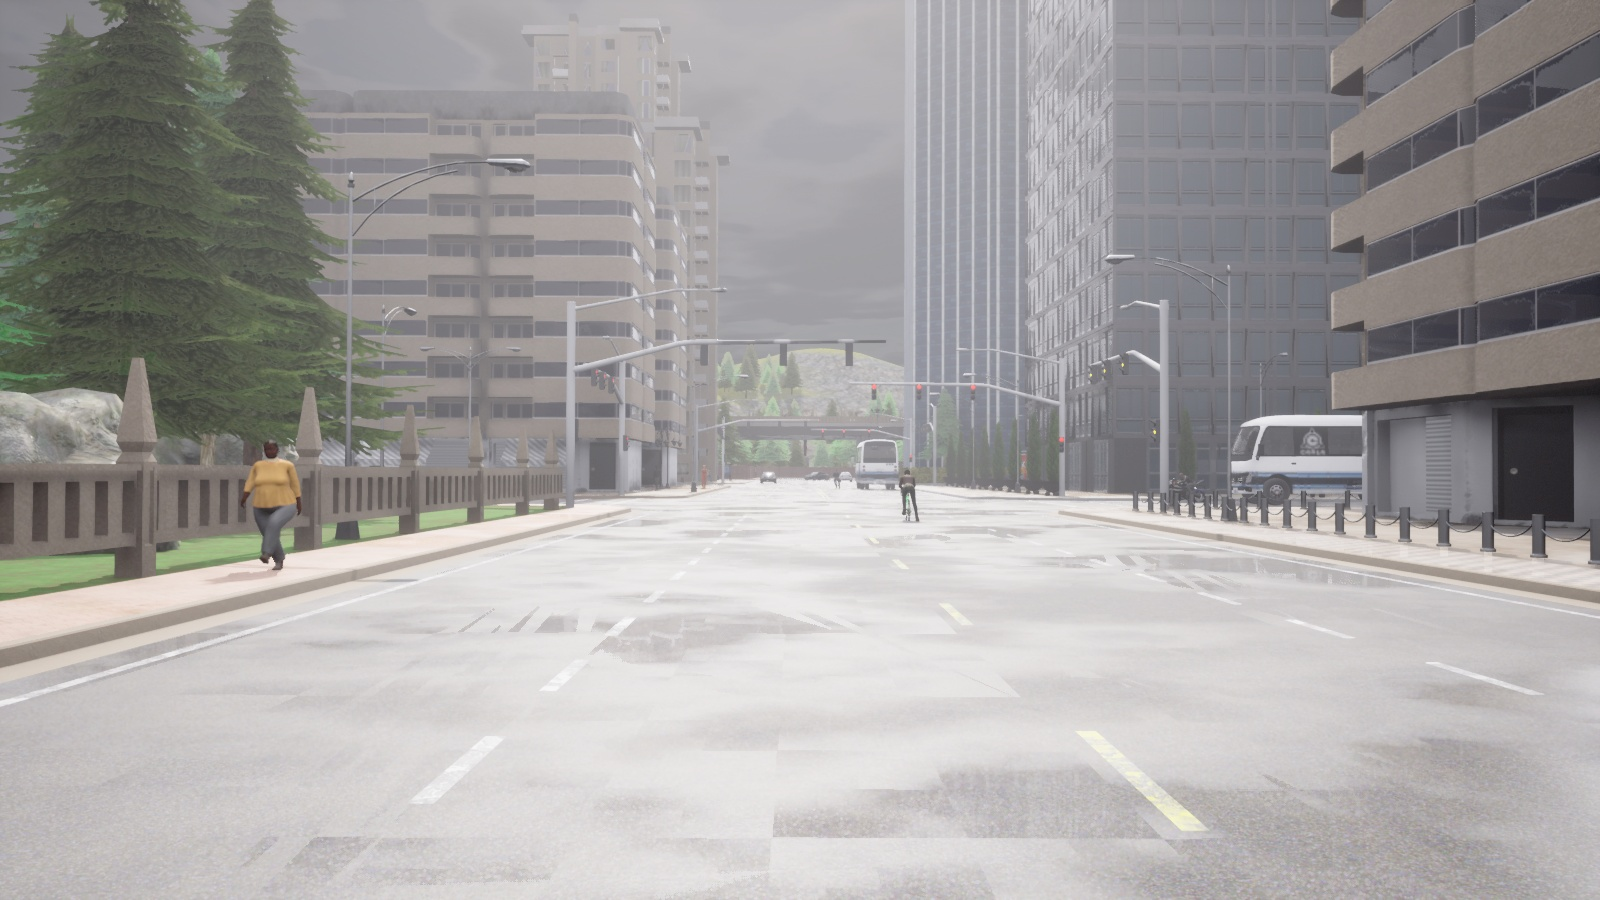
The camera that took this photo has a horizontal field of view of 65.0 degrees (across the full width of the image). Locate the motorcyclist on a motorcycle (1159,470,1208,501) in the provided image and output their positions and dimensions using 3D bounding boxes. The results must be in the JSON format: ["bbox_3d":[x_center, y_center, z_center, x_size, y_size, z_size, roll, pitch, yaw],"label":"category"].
[{"bbox_3d":[19.262,1.773,63.053,2.191,1.530,0.866,0,-1,0],"label":"motorcyclist on a motorcycle"}]

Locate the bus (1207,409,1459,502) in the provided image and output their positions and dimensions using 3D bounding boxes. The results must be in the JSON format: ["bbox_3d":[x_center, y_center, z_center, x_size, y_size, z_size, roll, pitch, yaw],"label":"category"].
[{"bbox_3d":[25.076,0.280,59.561,10.273,4.253,3.944,0,-1,0],"label":"bus"}]

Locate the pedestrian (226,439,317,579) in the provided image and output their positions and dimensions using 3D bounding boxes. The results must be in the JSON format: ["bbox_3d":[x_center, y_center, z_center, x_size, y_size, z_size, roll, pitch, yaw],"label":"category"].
[{"bbox_3d":[-7.183,0.789,17.110,0.874,1.855,0.900,0,-1,-2],"label":"pedestrian"}]
